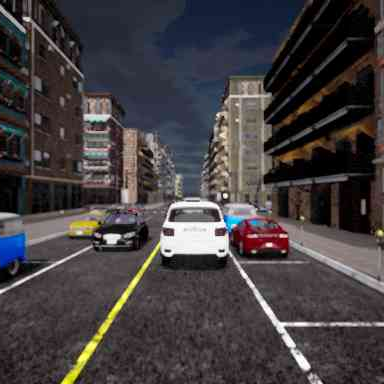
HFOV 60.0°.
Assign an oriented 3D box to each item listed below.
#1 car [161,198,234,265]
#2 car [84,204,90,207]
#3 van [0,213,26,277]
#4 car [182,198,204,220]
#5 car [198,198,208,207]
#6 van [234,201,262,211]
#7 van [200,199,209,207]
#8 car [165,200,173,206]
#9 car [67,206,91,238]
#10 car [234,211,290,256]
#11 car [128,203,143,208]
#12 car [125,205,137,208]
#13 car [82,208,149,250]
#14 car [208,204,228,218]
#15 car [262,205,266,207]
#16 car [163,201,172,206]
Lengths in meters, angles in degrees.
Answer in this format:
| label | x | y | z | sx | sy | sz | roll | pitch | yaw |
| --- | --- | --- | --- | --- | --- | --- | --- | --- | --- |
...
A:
| label | x | y | z | sx | sy | sz | roll | pitch | yaw |
| --- | --- | --- | --- | --- | --- | --- | --- | --- | --- |
| car | 0.087 | 1.386 | 12.495 | 2.150 | 2.045 | 5.566 | 0 | -1 | 0 |
| car | -17.759 | 2.184 | 51.574 | 4.206 | 1.307 | 1.802 | 1 | -1 | 0 |
| van | -5.700 | 1.448 | 8.123 | 1.690 | 1.788 | 3.998 | 0 | -1 | 0 |
| car | 0.085 | 1.688 | 34.581 | 2.150 | 2.045 | 5.566 | 0 | -1 | 0 |
| car | 2.683 | 2.484 | 79.796 | 2.192 | 1.841 | 5.009 | -1 | -1 | 0 |
| van | 2.674 | 1.597 | 19.422 | 1.690 | 1.788 | 3.998 | 0 | -1 | 0 |
| van | 2.775 | 2.420 | 74.299 | 1.690 | 1.788 | 3.998 | -1 | -1 | 0 |
| car | -5.883 | 2.829 | 85.358 | 1.947 | 1.339 | 4.313 | -1 | -1 | 0 |
| car | -5.704 | 1.779 | 19.272 | 1.752 | 1.417 | 4.829 | 0 | -1 | 0 |
| car | 2.679 | 1.725 | 13.759 | 1.887 | 1.381 | 4.507 | 0 | -1 | 0 |
| car | -5.754 | 1.879 | 32.615 | 1.967 | 1.590 | 4.097 | 0 | -1 | 0 |
| car | -5.707 | 1.899 | 25.102 | 1.947 | 1.339 | 4.313 | 0 | -1 | 0 |
| car | -3.108 | 1.693 | 15.319 | 2.128 | 1.511 | 4.902 | 0 | -1 | 0 |
| car | 2.775 | 2.075 | 36.398 | 1.802 | 1.307 | 4.206 | 0 | -1 | 0 |
| car | 9.550 | 2.178 | 54.224 | 5.008 | 1.535 | 1.882 | 1 | 0 | 0 |
| car | -5.880 | 2.752 | 79.837 | 1.802 | 1.307 | 4.206 | -1 | -1 | 0 |
